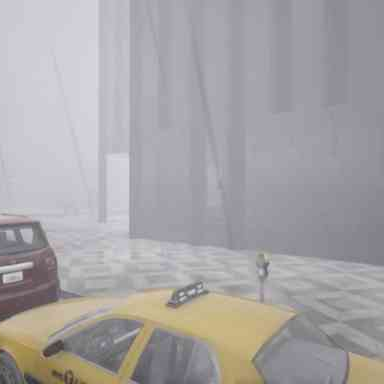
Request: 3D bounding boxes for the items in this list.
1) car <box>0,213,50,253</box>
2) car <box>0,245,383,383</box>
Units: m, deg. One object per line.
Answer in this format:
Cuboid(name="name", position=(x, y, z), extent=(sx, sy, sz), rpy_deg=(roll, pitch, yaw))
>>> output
Cuboid(name="car", position=(-4.519, 1.313, 6.194), extent=(5.009, 1.841, 2.192), rpy_deg=(0, 0, 36))
Cuboid(name="car", position=(-0.244, 1.525, 3.138), extent=(4.829, 1.417, 1.752), rpy_deg=(0, 0, 36))
